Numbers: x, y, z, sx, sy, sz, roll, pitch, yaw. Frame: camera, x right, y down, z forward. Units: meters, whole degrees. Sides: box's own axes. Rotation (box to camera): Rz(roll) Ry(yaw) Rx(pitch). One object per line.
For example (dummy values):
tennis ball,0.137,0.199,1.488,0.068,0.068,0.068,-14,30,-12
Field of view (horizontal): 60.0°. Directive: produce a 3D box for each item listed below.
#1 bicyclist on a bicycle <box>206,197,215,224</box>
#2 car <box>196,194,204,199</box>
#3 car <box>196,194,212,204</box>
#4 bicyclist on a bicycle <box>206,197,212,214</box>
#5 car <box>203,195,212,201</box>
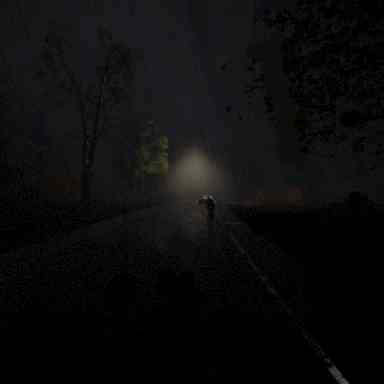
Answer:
bicyclist on a bicycle,1.323,1.310,22.659,0.582,1.620,1.656,0,0,2
car,2.311,1.255,95.420,1.895,1.301,4.718,0,0,7
car,2.130,1.319,55.758,1.895,1.301,4.718,0,0,4
bicyclist on a bicycle,1.644,1.261,31.793,0.582,1.620,1.656,0,0,2
car,3.483,1.283,73.583,1.895,1.301,4.718,0,0,5
